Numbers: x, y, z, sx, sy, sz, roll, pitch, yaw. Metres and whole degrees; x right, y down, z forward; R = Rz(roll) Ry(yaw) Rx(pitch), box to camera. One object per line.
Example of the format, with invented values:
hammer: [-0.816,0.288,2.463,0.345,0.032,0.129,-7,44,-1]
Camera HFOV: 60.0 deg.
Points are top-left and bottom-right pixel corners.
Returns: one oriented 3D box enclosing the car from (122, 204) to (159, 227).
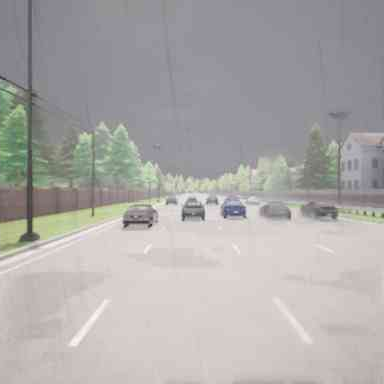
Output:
car: [-3.398,1.537,22.620,2.033,1.411,5.357,0,0,0]

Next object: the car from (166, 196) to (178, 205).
car: [-3.495,1.478,57.148,1.837,1.490,4.892,0,0,0]

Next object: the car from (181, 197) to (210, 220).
car: [0.104,1.478,28.038,2.128,1.511,4.902,0,0,0]

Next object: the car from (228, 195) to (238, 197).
car: [7.007,1.324,57.729,2.097,1.767,4.553,0,0,0]

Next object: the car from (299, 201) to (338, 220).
car: [10.603,1.492,28.102,1.837,1.490,4.892,0,0,0]

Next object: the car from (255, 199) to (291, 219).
car: [7.103,1.551,28.693,1.994,1.385,4.181,0,0,0]

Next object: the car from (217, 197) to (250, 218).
car: [3.601,1.464,29.704,1.882,1.535,5.008,0,0,0]

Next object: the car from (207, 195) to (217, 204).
car: [3.510,1.324,58.002,2.097,1.767,4.553,0,0,0]

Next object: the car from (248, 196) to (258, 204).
car: [10.506,1.499,57.723,1.812,1.442,4.674,0,0,0]
